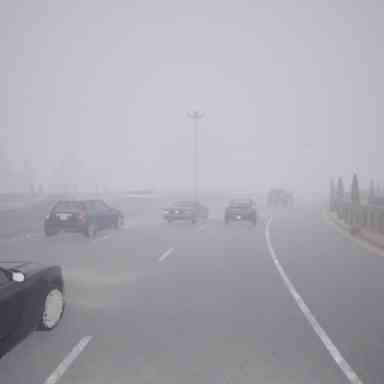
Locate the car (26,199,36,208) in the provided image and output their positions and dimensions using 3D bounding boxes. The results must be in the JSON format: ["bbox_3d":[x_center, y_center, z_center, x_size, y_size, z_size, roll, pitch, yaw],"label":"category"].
[{"bbox_3d":[-14.698,0.974,34.217,1.837,1.490,4.892,0,1,20],"label":"car"}]

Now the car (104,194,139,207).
[{"bbox_3d":[-8.461,0.951,40.292,1.994,1.385,4.181,0,1,24],"label":"car"}]

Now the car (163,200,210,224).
[{"bbox_3d":[-0.223,1.199,21.703,2.033,1.411,5.357,0,1,15],"label":"car"}]

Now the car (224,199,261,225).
[{"bbox_3d":[3.212,1.158,20.792,2.128,1.511,4.902,0,1,15],"label":"car"}]

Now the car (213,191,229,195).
[{"bbox_3d":[6.089,0.527,69.122,1.994,1.385,4.181,0,1,41],"label":"car"}]

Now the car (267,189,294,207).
[{"bbox_3d":[10.235,0.609,38.406,2.150,2.045,5.566,0,1,28],"label":"car"}]

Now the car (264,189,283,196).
[{"bbox_3d":[17.324,0.130,70.631,4.181,1.385,1.994,-1,1,-43],"label":"car"}]

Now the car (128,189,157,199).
[{"bbox_3d":[-5.979,0.646,37.398,2.150,2.045,5.566,0,1,24],"label":"car"}]

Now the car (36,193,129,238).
[{"bbox_3d":[-5.032,1.085,16.139,2.097,1.767,4.553,0,1,11],"label":"car"}]

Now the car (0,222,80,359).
[{"bbox_3d":[-3.155,1.408,3.608,1.882,1.535,5.008,0,1,3],"label":"car"}]
